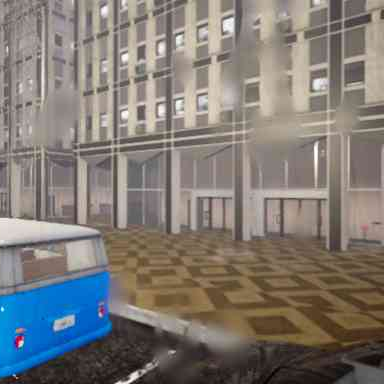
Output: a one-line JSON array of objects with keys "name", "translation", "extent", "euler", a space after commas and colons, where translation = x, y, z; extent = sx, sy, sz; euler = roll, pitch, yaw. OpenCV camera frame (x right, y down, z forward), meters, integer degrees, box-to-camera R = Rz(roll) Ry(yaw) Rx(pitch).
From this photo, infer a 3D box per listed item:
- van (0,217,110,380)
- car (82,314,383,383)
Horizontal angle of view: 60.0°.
[{"name": "van", "translation": [-3.020, 1.307, 5.031], "extent": [3.998, 1.788, 1.690], "euler": [0, 0, 35]}, {"name": "car", "translation": [1.615, 1.569, 1.726], "extent": [4.313, 1.339, 1.947], "euler": [0, 0, 35]}]
